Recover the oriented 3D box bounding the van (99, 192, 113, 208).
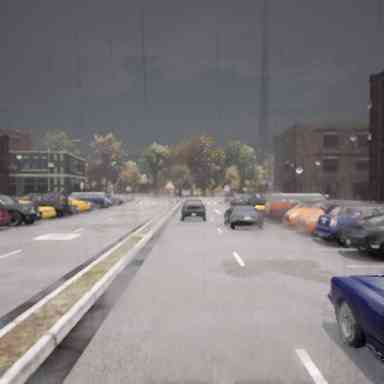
[{"bbox_3d":[-12.364,1.035,40.504,4.442,1.987,1.878,0,0,0],"label":"van"}]

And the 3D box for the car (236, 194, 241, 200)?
[{"bbox_3d":[7.680,1.277,35.950,4.892,1.521,2.231,0,0,0],"label":"car"}]

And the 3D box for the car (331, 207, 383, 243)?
[{"bbox_3d":[7.644,1.401,11.136,4.892,1.521,2.231,0,0,0],"label":"car"}]

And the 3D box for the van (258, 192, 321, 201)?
[{"bbox_3d":[7.546,1.100,24.921,4.442,1.987,1.878,0,0,0],"label":"van"}]

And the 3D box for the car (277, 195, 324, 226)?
[{"bbox_3d":[7.689,1.226,19.407,4.553,1.767,2.185,0,0,0],"label":"car"}]

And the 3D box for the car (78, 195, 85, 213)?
[{"bbox_3d":[-12.506,1.310,29.510,4.892,1.521,2.231,0,0,0],"label":"car"}]

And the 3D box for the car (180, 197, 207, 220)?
[{"bbox_3d":[0.125,1.346,26.040,1.837,1.490,4.892,0,1,0],"label":"car"}]

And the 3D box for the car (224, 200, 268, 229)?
[{"bbox_3d":[3.119,1.430,20.678,1.994,1.385,4.181,0,0,0],"label":"car"}]

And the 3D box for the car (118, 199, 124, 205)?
[{"bbox_3d":[-12.437,1.216,48.849,4.792,1.488,2.163,0,1,0],"label":"car"}]

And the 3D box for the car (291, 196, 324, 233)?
[{"bbox_3d":[7.686,1.241,16.650,4.553,1.767,2.185,0,0,0],"label":"car"}]

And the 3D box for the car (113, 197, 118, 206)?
[{"bbox_3d":[-12.507,1.113,43.412,4.553,1.767,2.185,0,0,0],"label":"car"}]

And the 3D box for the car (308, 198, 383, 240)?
[{"bbox_3d":[7.621,1.257,13.892,4.553,1.767,2.185,0,0,0],"label":"car"}]

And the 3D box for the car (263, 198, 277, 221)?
[{"bbox_3d":[7.666,1.338,22.164,5.008,1.535,2.097,0,0,0],"label":"car"}]

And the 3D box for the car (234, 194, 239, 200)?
[{"bbox_3d":[7.645,1.134,38.712,4.553,1.767,2.185,0,0,0],"label":"car"}]

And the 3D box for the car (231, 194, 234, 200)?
[{"bbox_3d":[7.676,1.281,41.470,4.674,1.452,2.002,0,0,0],"label":"car"}]

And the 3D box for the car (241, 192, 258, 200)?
[{"bbox_3d":[7.696,1.050,30.436,5.566,2.045,2.435,0,0,0],"label":"car"}]

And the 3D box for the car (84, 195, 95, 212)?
[{"bbox_3d":[-12.490,1.298,32.165,5.008,1.535,2.097,0,0,0],"label":"car"}]

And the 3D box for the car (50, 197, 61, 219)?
[{"bbox_3d":[-12.695,1.327,23.952,5.366,1.575,1.946,0,0,0],"label":"car"}]

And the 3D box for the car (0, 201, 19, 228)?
[{"bbox_3d":[-12.516,1.395,18.330,4.674,1.452,2.002,0,0,0],"label":"car"}]

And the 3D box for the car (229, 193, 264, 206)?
[{"bbox_3d":[7.652,1.073,46.987,4.553,1.767,2.185,0,1,0],"label":"car"}]

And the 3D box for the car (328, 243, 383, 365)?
[{"bbox_3d":[3.104,1.575,3.237,1.895,1.301,4.718,0,0,0],"label":"car"}]

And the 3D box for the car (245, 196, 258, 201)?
[{"bbox_3d":[7.480,1.310,27.679,5.366,1.575,1.946,0,0,0],"label":"car"}]

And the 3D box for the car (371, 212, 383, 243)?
[{"bbox_3d":[7.641,1.418,8.379,4.892,1.521,2.231,0,0,0],"label":"car"}]

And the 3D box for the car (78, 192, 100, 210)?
[{"bbox_3d":[-12.521,1.161,35.068,4.553,1.767,2.185,0,0,0],"label":"car"}]

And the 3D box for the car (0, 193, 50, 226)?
[{"bbox_3d":[-12.486,1.091,21.047,5.566,2.045,2.435,0,0,0],"label":"car"}]

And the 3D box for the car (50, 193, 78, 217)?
[{"bbox_3d":[-12.534,1.068,26.732,5.566,2.045,2.435,0,0,0],"label":"car"}]

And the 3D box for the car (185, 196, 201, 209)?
[{"bbox_3d":[0.140,1.317,42.054,1.895,1.301,4.718,0,2,0],"label":"car"}]
